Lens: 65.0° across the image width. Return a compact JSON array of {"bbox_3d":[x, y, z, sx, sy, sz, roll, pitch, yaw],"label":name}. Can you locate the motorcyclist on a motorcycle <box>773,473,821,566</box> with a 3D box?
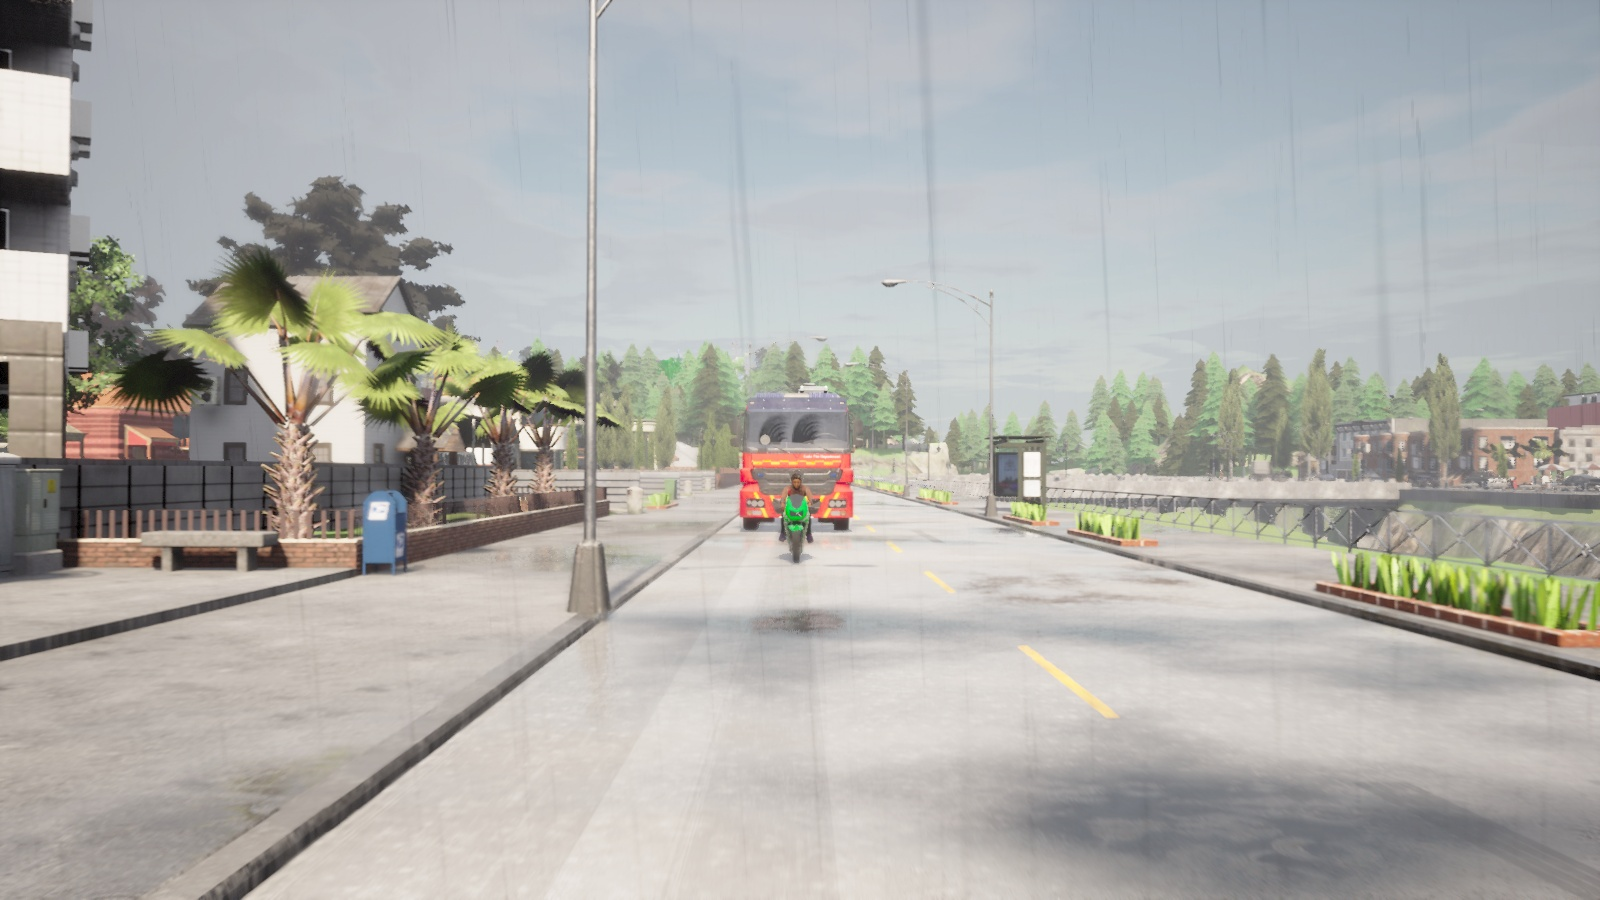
[{"bbox_3d":[-0.053,1.161,21.768,0.797,1.523,2.044,0,-1,0],"label":"motorcyclist on a motorcycle"}]

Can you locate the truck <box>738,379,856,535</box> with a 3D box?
[{"bbox_3d":[-0.090,0.240,35.202,2.891,3.827,8.468,0,-1,0],"label":"truck"}]
